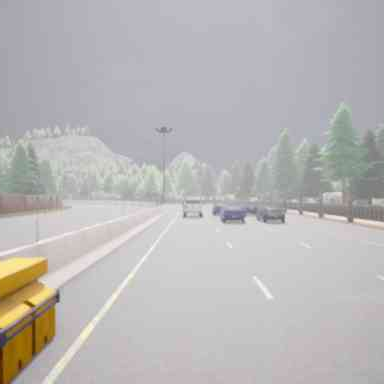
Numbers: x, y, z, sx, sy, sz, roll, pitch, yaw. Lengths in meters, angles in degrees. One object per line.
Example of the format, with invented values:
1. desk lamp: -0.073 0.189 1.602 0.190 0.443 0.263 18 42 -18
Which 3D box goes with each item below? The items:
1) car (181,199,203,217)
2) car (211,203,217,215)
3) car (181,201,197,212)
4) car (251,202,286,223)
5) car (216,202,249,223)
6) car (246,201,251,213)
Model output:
1. car: 0.081 1.782 38.497 2.150 2.045 5.566 0 -1 -1
2. car: 3.505 2.087 41.792 1.882 1.535 5.008 0 -1 -1
3. car: -0.537 2.247 51.883 2.128 1.511 4.902 0 -1 -5
4. car: 7.065 1.932 30.195 2.128 1.511 4.902 0 -1 0
5. car: 3.597 1.921 30.362 1.882 1.535 5.008 0 -1 0
6. car: 7.003 1.954 41.361 2.097 1.767 4.553 0 -1 0
